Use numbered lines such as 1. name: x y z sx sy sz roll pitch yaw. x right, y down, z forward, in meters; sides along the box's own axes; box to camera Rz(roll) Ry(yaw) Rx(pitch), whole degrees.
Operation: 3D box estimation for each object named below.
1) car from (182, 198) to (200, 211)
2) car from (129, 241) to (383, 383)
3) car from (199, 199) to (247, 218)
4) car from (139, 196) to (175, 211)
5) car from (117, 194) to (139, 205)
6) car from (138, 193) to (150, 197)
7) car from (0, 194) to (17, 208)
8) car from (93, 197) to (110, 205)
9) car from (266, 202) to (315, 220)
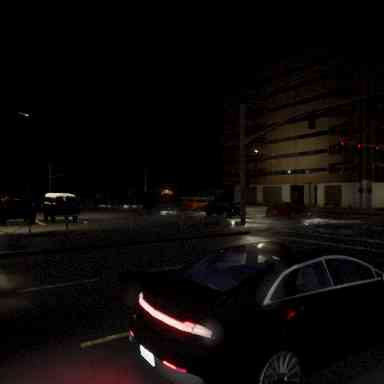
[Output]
1. car: 0.663 1.522 40.364 1.882 1.535 5.008 0 0 -34
2. car: 1.539 1.490 4.841 4.902 1.511 2.128 0 0 -34
3. car: 2.985 1.572 30.750 1.812 1.442 4.674 0 0 -34
4. car: -4.180 1.593 41.251 2.033 1.411 5.357 0 0 -34
5. car: -11.601 1.551 58.446 1.837 1.490 4.892 0 -1 -34
6. car: -10.497 1.263 69.457 2.150 2.045 5.566 0 0 -34
7. car: -31.485 1.206 56.509 1.932 1.855 4.605 0 0 -34
8. car: -16.053 1.612 58.810 1.994 1.385 4.181 0 0 -34
9. car: 8.479 1.609 28.998 1.994 1.385 4.181 0 0 -36
